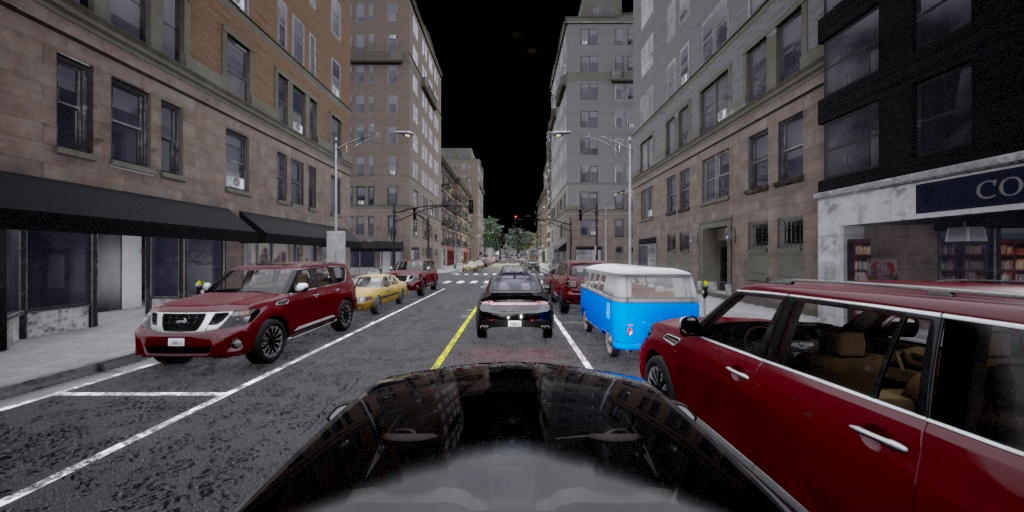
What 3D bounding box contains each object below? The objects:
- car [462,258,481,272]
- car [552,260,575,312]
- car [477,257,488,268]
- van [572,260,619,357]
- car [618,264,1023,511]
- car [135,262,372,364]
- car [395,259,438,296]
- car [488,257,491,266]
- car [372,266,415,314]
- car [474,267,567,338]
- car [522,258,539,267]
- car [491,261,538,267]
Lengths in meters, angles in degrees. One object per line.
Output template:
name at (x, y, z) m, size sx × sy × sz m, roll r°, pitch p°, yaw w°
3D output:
car at (-5.383, 1.272, 46.468) m, size 1.751 × 1.417 × 4.829 m, roll 0°, pitch 0°, yaw 0°
car at (2.646, 1.064, 13.945) m, size 2.192 × 1.841 × 5.009 m, roll 0°, pitch 0°, yaw 0°
car at (-5.371, 1.272, 57.432) m, size 1.751 × 1.417 × 4.829 m, roll 0°, pitch 0°, yaw 0°
van at (2.642, 1.091, 8.266) m, size 1.690 × 1.789 × 3.998 m, roll 0°, pitch 0°, yaw 0°
car at (2.638, 1.065, 2.587) m, size 2.192 × 1.841 × 5.009 m, roll 0°, pitch 0°, yaw 0°
car at (-5.394, 1.064, 8.274) m, size 2.192 × 1.841 × 5.009 m, roll 0°, pitch 0°, yaw 0°
car at (-5.388, 1.063, 19.631) m, size 2.192 × 1.841 × 5.009 m, roll 0°, pitch 0°, yaw 0°
car at (-5.365, 1.061, 63.084) m, size 2.192 × 1.841 × 5.009 m, roll 0°, pitch 0°, yaw 0°
car at (-5.391, 1.275, 13.782) m, size 1.751 × 1.417 × 4.829 m, roll 0°, pitch 0°, yaw 0°
car at (0.079, 1.241, 10.140) m, size 2.128 × 1.511 × 4.902 m, roll 0°, pitch 0°, yaw 0°
car at (2.670, 1.297, 46.633) m, size 2.007 × 1.370 × 4.403 m, roll 0°, pitch 0°, yaw 0°
car at (0.082, 1.240, 20.191) m, size 2.128 × 1.511 × 4.902 m, roll 0°, pitch 0°, yaw -1°
